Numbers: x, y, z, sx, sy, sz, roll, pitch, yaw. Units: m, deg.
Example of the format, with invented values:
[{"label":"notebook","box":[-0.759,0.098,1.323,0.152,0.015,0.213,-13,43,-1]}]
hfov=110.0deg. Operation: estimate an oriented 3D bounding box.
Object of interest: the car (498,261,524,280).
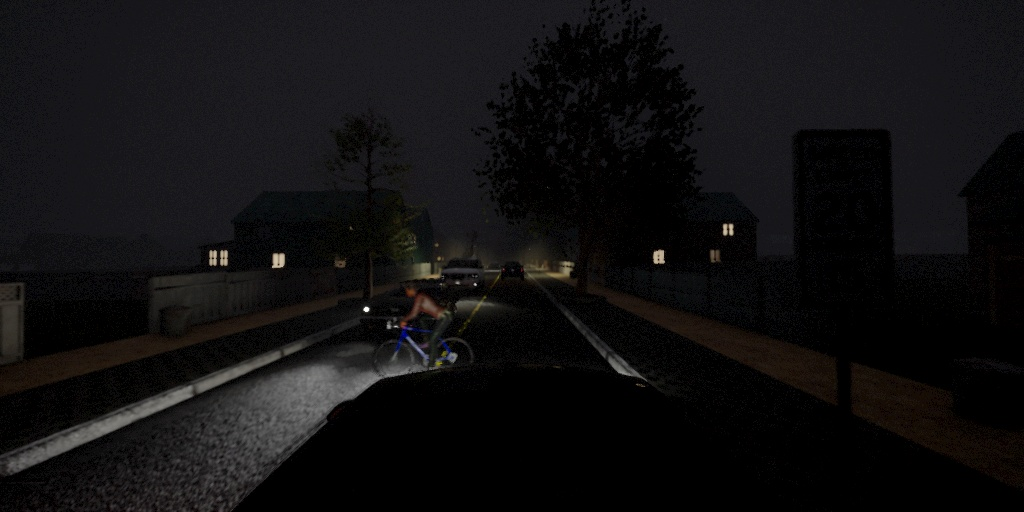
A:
[{"label":"car","box":[0.067,1.276,33.808,2.097,1.767,4.553,0,0,0]}]

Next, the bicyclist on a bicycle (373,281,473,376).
[{"label":"bicyclist on a bicycle","box":[-1.468,1.223,5.877,1.656,1.620,0.582,-2,0,-1]}]

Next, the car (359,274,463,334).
[{"label":"car","box":[-2.857,1.403,10.940,1.895,1.301,4.718,0,0,0]}]

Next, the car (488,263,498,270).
[{"label":"car","box":[-2.870,1.615,59.583,1.994,1.385,4.181,0,0,0]}]

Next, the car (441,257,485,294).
[{"label":"car","box":[-2.857,1.082,21.618,2.150,2.045,5.566,0,0,0]}]
